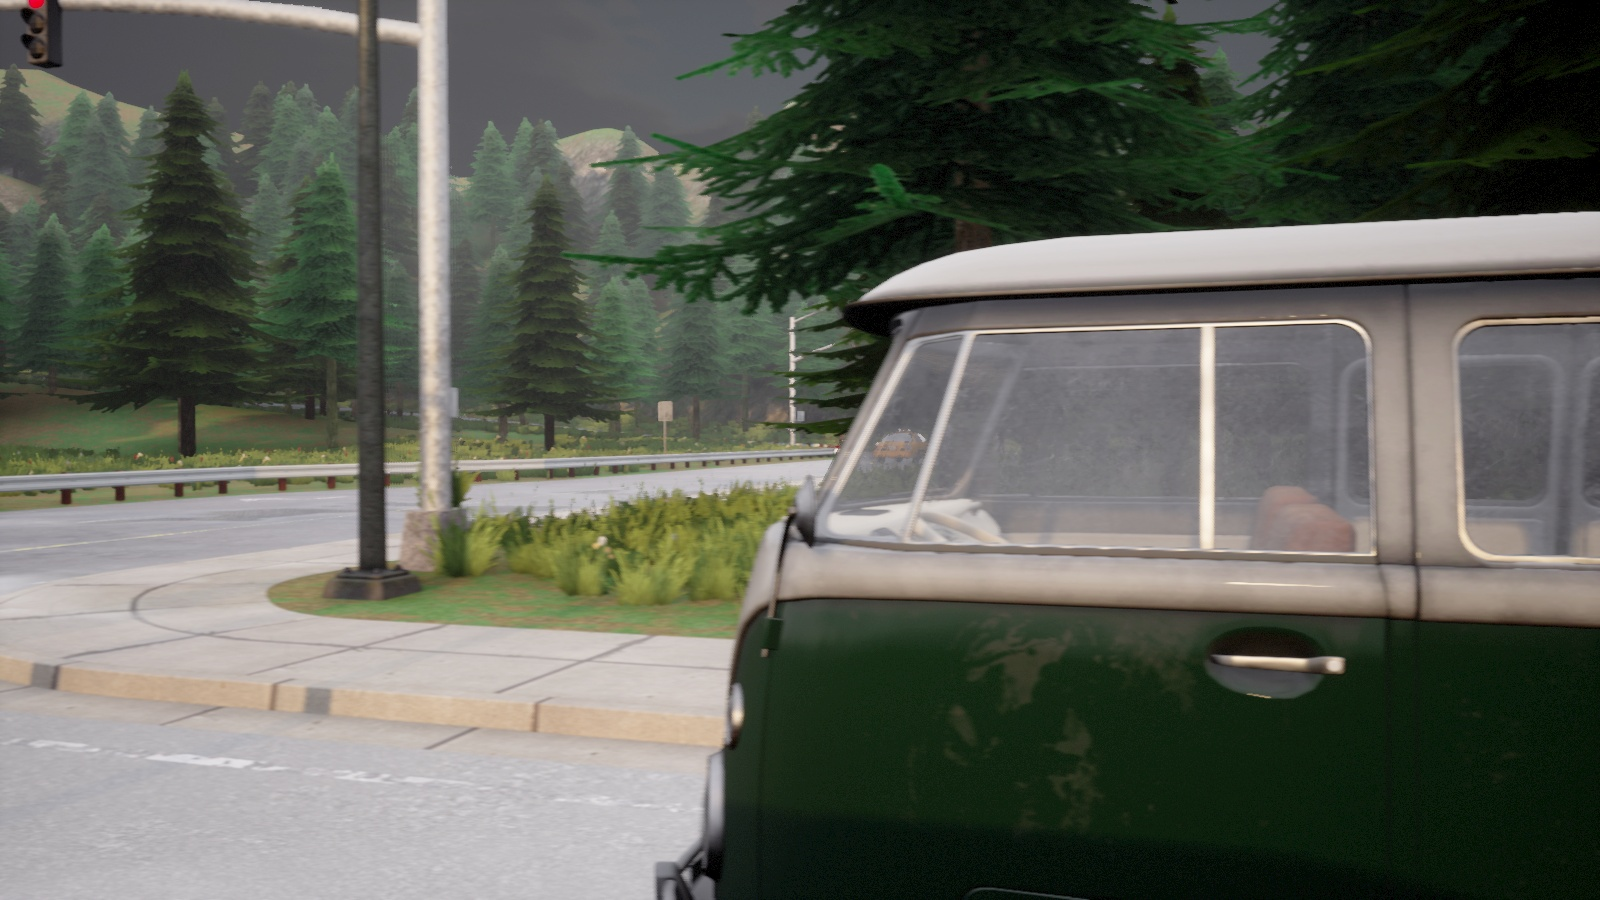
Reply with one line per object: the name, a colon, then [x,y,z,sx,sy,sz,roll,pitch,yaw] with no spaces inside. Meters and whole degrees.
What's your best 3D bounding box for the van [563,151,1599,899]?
van: [1.935,0.546,2.542,4.442,1.987,1.775,1,1,19]
